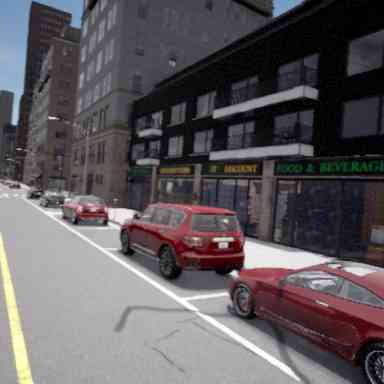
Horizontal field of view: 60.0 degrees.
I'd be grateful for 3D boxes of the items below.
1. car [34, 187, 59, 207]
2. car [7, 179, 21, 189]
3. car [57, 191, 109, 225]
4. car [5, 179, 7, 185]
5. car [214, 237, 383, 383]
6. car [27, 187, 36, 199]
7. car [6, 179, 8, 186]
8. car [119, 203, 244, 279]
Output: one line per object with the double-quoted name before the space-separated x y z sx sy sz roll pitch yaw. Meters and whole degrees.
"car" -11.987 0.561 28.714 2.008 1.369 4.403 4 0 -32
"car" -37.007 -1.530 69.733 1.967 1.590 4.097 4 0 -31
"car" -6.246 0.912 19.334 1.967 1.590 4.097 4 0 -32
"car" -42.636 -1.852 78.966 2.008 1.369 4.403 4 0 -31
"car" 2.341 1.750 5.263 1.802 1.307 4.206 4 0 -32
"car" -17.720 0.115 38.094 1.947 1.339 4.313 4 0 -32
"car" -39.913 -1.669 74.495 1.752 1.417 4.829 4 0 -31
"car" -0.505 1.251 9.952 2.192 1.841 5.009 4 0 -32
